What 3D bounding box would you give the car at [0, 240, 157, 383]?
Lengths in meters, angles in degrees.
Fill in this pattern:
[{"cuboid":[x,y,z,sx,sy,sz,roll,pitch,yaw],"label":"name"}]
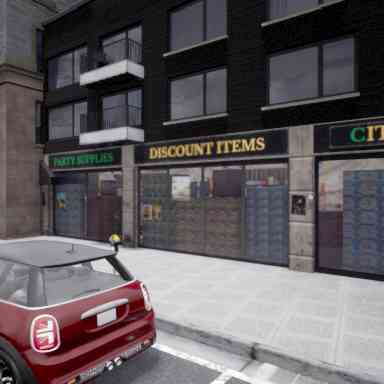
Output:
[{"cuboid":[-2.542,1.440,4.894,4.097,1.590,1.967,0,0,36],"label":"car"}]
